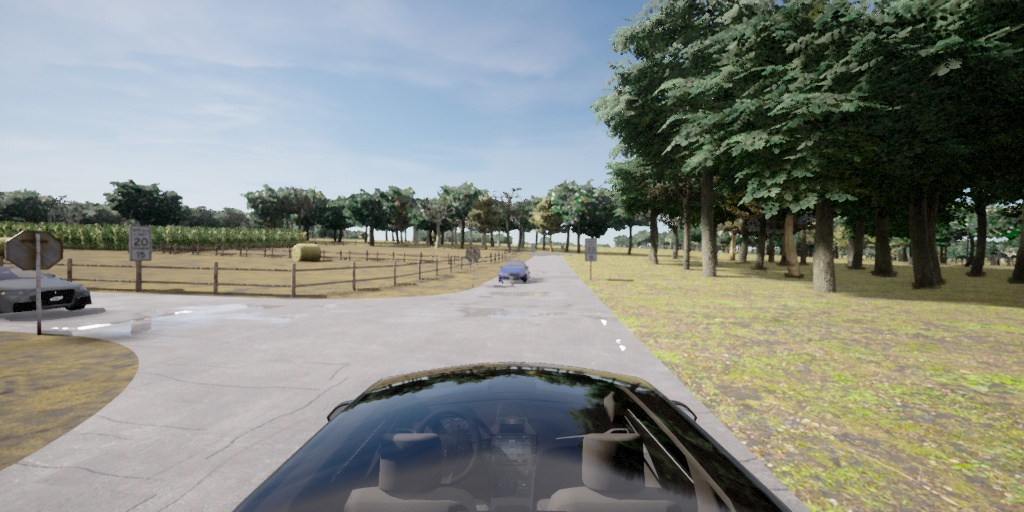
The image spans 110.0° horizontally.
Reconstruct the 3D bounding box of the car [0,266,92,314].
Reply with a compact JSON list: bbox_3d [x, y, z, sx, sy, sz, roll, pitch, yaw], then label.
[{"bbox_3d":[-15.079,1.005,10.536,4.181,1.385,1.994,1,1,6],"label":"car"}]

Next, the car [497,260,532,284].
[{"bbox_3d":[0.220,1.036,24.686,1.812,1.442,4.674,0,1,7],"label":"car"}]
